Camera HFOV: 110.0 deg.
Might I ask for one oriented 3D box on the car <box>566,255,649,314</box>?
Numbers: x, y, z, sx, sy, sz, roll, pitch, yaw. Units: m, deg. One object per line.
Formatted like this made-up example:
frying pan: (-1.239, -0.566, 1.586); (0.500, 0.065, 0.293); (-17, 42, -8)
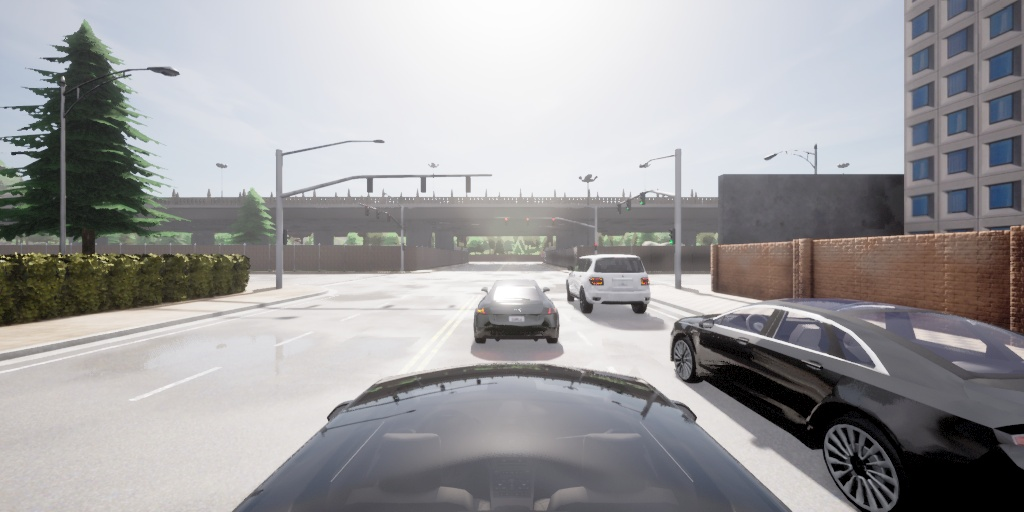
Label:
car: (3.499, 0.971, 13.998); (2.150, 2.045, 5.566); (0, 0, 0)

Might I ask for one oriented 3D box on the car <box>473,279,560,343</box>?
car: (0.099, 1.314, 9.655); (1.994, 1.385, 4.181); (0, 0, 0)

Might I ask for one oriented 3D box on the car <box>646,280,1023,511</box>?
car: (3.597, 1.242, 4.192); (2.128, 1.511, 4.902); (0, 0, 0)
